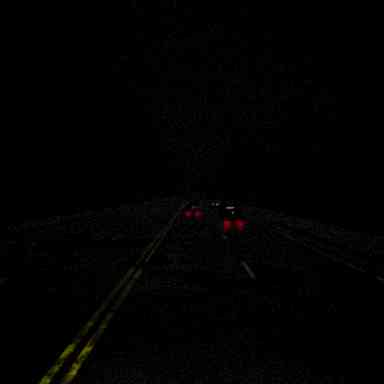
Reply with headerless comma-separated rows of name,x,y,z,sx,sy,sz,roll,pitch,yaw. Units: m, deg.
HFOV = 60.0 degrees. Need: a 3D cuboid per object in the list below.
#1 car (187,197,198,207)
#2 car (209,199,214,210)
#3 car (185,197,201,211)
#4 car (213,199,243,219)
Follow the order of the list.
car,0.060,1.650,55.580,1.837,1.490,4.892,0,0,0
car,3.330,1.642,45.349,2.033,1.411,5.357,0,0,1
car,0.147,1.574,42.951,2.128,1.511,4.902,0,0,0
car,3.380,1.528,29.908,2.128,1.511,4.902,0,-1,0
